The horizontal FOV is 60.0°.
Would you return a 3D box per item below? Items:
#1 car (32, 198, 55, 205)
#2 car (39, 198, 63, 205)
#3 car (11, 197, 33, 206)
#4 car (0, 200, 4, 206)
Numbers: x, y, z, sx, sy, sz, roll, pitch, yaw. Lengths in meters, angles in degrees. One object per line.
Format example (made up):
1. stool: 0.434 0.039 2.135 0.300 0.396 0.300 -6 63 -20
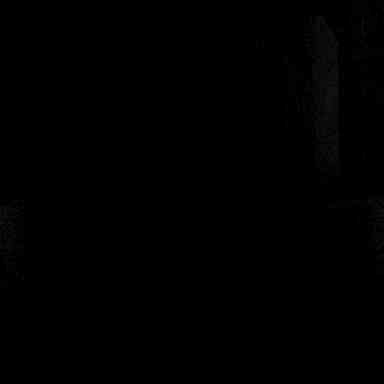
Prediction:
1. car: -24.003 1.673 56.251 1.947 1.339 4.313 -1 0 35
2. car: -27.817 1.810 65.737 1.802 1.307 4.206 -1 0 35
3. car: -31.020 1.681 61.095 1.967 1.590 4.097 -1 0 35
4. car: -34.219 1.838 56.452 1.802 1.307 4.206 -1 0 35
